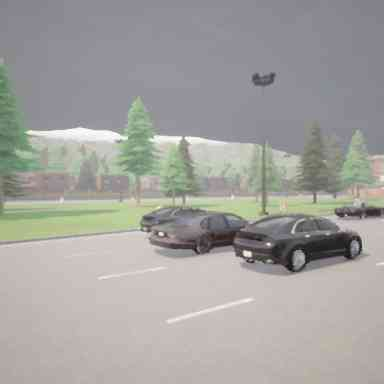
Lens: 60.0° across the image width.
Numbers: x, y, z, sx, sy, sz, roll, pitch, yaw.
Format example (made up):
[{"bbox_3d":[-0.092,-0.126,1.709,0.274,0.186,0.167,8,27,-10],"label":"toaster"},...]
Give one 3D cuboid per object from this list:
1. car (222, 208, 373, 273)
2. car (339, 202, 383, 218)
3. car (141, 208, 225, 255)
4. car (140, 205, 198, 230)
[{"bbox_3d":[3.505,1.455,10.582,4.892,1.490,1.837,0,0,-35],"label":"car"},{"bbox_3d":[13.610,1.454,26.756,4.718,1.301,1.895,0,0,-35],"label":"car"},{"bbox_3d":[0.975,1.502,13.084,5.357,1.411,2.033,0,0,-35],"label":"car"},{"bbox_3d":[-0.240,1.451,16.750,4.892,1.490,1.837,0,0,-37],"label":"car"}]
